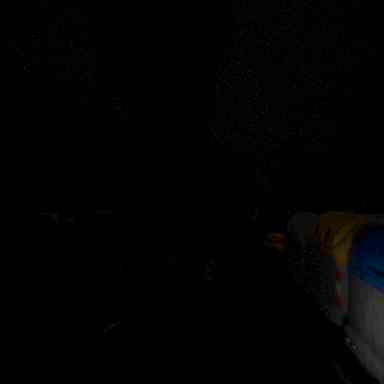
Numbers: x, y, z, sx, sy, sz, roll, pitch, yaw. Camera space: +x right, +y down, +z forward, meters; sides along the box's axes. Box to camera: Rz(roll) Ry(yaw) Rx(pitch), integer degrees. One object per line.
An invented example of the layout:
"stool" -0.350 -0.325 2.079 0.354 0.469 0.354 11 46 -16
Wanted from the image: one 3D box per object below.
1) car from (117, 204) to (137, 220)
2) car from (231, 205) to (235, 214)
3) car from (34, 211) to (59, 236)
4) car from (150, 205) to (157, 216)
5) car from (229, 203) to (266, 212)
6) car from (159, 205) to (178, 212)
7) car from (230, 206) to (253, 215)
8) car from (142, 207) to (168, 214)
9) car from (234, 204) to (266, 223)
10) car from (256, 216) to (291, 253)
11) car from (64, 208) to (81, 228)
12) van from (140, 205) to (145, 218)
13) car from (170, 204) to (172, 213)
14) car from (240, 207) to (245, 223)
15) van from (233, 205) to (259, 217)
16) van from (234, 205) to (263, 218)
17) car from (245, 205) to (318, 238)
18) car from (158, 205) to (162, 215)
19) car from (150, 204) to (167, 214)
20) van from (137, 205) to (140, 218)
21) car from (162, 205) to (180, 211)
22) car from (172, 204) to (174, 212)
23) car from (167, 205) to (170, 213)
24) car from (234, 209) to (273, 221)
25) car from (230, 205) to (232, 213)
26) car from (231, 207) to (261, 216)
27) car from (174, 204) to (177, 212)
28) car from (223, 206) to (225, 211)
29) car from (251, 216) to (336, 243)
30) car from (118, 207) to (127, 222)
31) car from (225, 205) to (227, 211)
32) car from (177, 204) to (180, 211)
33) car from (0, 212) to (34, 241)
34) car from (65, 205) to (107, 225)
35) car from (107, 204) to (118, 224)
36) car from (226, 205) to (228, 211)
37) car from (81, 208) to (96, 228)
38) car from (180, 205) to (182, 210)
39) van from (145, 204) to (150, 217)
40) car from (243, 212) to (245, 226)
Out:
"car" -10.046 2.546 41.385 5.566 2.045 2.435 1 -2 -15
"car" 7.981 2.694 38.763 5.566 2.045 2.435 2 -2 -15
"car" -11.776 2.116 22.372 4.892 1.521 2.231 1 -2 -15
"car" -8.753 3.221 53.285 5.366 1.575 1.946 1 -2 -15
"car" 9.138 3.124 50.750 5.566 2.045 2.435 2 -2 -15
"car" -6.287 4.364 88.722 4.553 1.767 2.185 1 -2 -17
"car" 11.168 4.099 74.734 4.553 1.767 2.185 2 -2 -16
"car" -7.606 3.754 68.035 4.892 1.521 2.231 1 -2 -15
"car" 7.424 2.481 32.779 5.566 2.045 2.435 2 -2 -15
"car" 5.896 2.067 14.831 5.366 1.575 1.946 2 -3 -14
"car" -11.645 2.231 25.697 5.366 1.575 1.946 1 -2 -15
"van" -9.364 2.785 47.351 4.442 1.987 1.878 1 -2 -15
"car" -7.342 3.733 71.003 4.553 1.767 2.185 1 -2 -15
"car" 7.131 2.500 29.794 4.553 1.767 2.185 2 -2 -15
"van" 10.096 3.571 62.684 4.442 1.987 1.878 2 -2 -15
"van" 9.553 3.357 56.688 4.442 1.987 1.878 2 -2 -15
"car" 6.037 1.936 17.812 5.566 2.045 2.435 2 -2 -14
"car" -8.365 3.464 59.169 4.792 1.488 2.163 1 -2 -15
"car" -8.150 3.289 62.119 5.566 2.045 2.435 1 -2 -15
"van" -9.633 2.679 44.388 4.442 1.987 1.878 1 -2 -15
"car" -5.992 4.573 94.649 4.553 1.767 2.185 1 -2 -18
"car" -7.136 3.964 73.946 5.008 1.535 2.097 1 -2 -15
"car" -7.686 3.646 65.131 5.366 1.575 1.946 1 -2 -15
"car" 8.832 3.267 47.739 5.008 1.535 2.097 2 -2 -15
"car" 8.585 2.910 44.771 5.566 2.045 2.435 2 -2 -15
"car" 10.643 3.911 65.765 5.366 1.575 1.946 2 -2 -15
"car" -6.768 4.204 79.841 4.792 1.488 2.163 1 -2 -16
"car" 12.060 4.499 89.795 5.566 2.045 2.435 2 -2 -18
"car" 6.295 2.341 20.789 4.674 1.452 2.002 2 -2 -14
"car" -10.294 2.731 38.424 4.674 1.452 2.002 1 -2 -15
"car" 11.943 4.647 86.782 5.008 1.535 2.097 2 -2 -17
"car" -6.391 4.385 85.765 5.008 1.535 2.097 1 -2 -17
"car" -12.102 1.994 18.996 4.892 1.521 2.231 1 -3 -15
"car" -10.870 2.353 32.499 4.553 1.767 2.185 1 -2 -15
"car" -10.533 2.459 35.470 4.553 1.767 2.185 1 -2 -15
"car" 11.594 4.436 80.758 5.008 1.535 2.097 2 -2 -17
"car" -11.127 2.387 29.136 4.792 1.488 2.163 1 -2 -15
"car" -6.306 4.589 91.620 5.366 1.575 1.946 1 -2 -17
"van" -9.093 2.891 50.315 4.442 1.987 1.878 1 -2 -15
"car" 6.589 2.412 23.799 5.008 1.535 2.097 2 -2 -14
